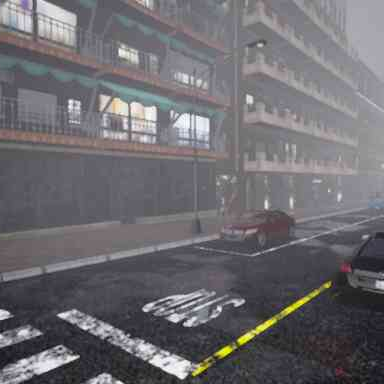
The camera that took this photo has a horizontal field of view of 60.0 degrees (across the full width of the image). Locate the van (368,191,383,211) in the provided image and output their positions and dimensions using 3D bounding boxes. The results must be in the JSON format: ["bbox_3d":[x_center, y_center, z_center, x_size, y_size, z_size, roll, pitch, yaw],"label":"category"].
[{"bbox_3d":[17.467,0.813,30.535,1.690,1.788,3.998,0,1,41],"label":"van"}]

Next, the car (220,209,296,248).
[{"bbox_3d":[2.844,1.362,13.652,1.802,1.307,4.206,0,1,41],"label":"car"}]

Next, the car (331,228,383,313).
[{"bbox_3d":[4.427,1.442,6.825,1.994,1.385,4.181,1,1,41],"label":"car"}]
